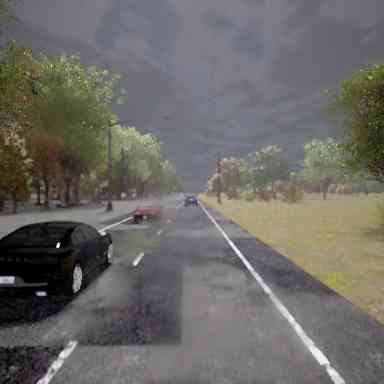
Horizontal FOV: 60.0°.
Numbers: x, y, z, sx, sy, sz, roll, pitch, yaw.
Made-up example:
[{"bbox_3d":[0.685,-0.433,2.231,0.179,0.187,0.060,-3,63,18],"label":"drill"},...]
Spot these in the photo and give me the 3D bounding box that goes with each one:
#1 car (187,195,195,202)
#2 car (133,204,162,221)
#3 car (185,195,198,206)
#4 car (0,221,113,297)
[{"bbox_3d":[-0.236,1.486,73.257,1.837,1.490,4.892,0,0,0],"label":"car"},{"bbox_3d":[-3.486,1.598,27.052,1.895,1.301,4.718,0,0,0],"label":"car"},{"bbox_3d":[-0.077,1.339,54.611,2.097,1.767,4.553,0,0,0],"label":"car"},{"bbox_3d":[-3.427,1.479,8.645,1.882,1.535,5.008,0,0,0],"label":"car"}]
